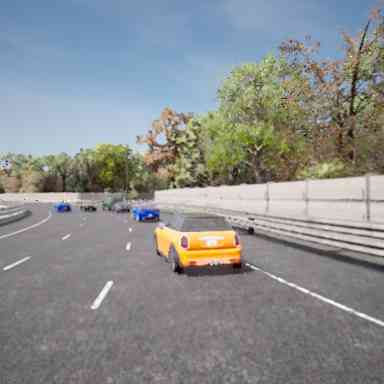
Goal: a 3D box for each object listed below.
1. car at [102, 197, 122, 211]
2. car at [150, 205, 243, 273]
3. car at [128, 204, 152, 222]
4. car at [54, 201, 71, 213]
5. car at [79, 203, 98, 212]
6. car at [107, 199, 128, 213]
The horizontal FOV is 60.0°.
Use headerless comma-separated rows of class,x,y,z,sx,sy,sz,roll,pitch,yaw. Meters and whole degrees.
car,-12.019,1.834,50.358,2.150,2.045,5.566,0,-1,-29
car,0.009,1.480,11.442,2.097,1.767,4.553,0,-1,-15
car,-4.247,1.832,30.221,1.882,1.535,5.008,0,-1,-18
car,-18.528,2.089,47.578,1.882,1.535,5.008,0,-1,-29
car,-15.426,2.216,49.197,1.895,1.301,4.718,0,-1,-29
car,-9.686,2.093,45.273,2.033,1.411,5.357,0,-1,-24
